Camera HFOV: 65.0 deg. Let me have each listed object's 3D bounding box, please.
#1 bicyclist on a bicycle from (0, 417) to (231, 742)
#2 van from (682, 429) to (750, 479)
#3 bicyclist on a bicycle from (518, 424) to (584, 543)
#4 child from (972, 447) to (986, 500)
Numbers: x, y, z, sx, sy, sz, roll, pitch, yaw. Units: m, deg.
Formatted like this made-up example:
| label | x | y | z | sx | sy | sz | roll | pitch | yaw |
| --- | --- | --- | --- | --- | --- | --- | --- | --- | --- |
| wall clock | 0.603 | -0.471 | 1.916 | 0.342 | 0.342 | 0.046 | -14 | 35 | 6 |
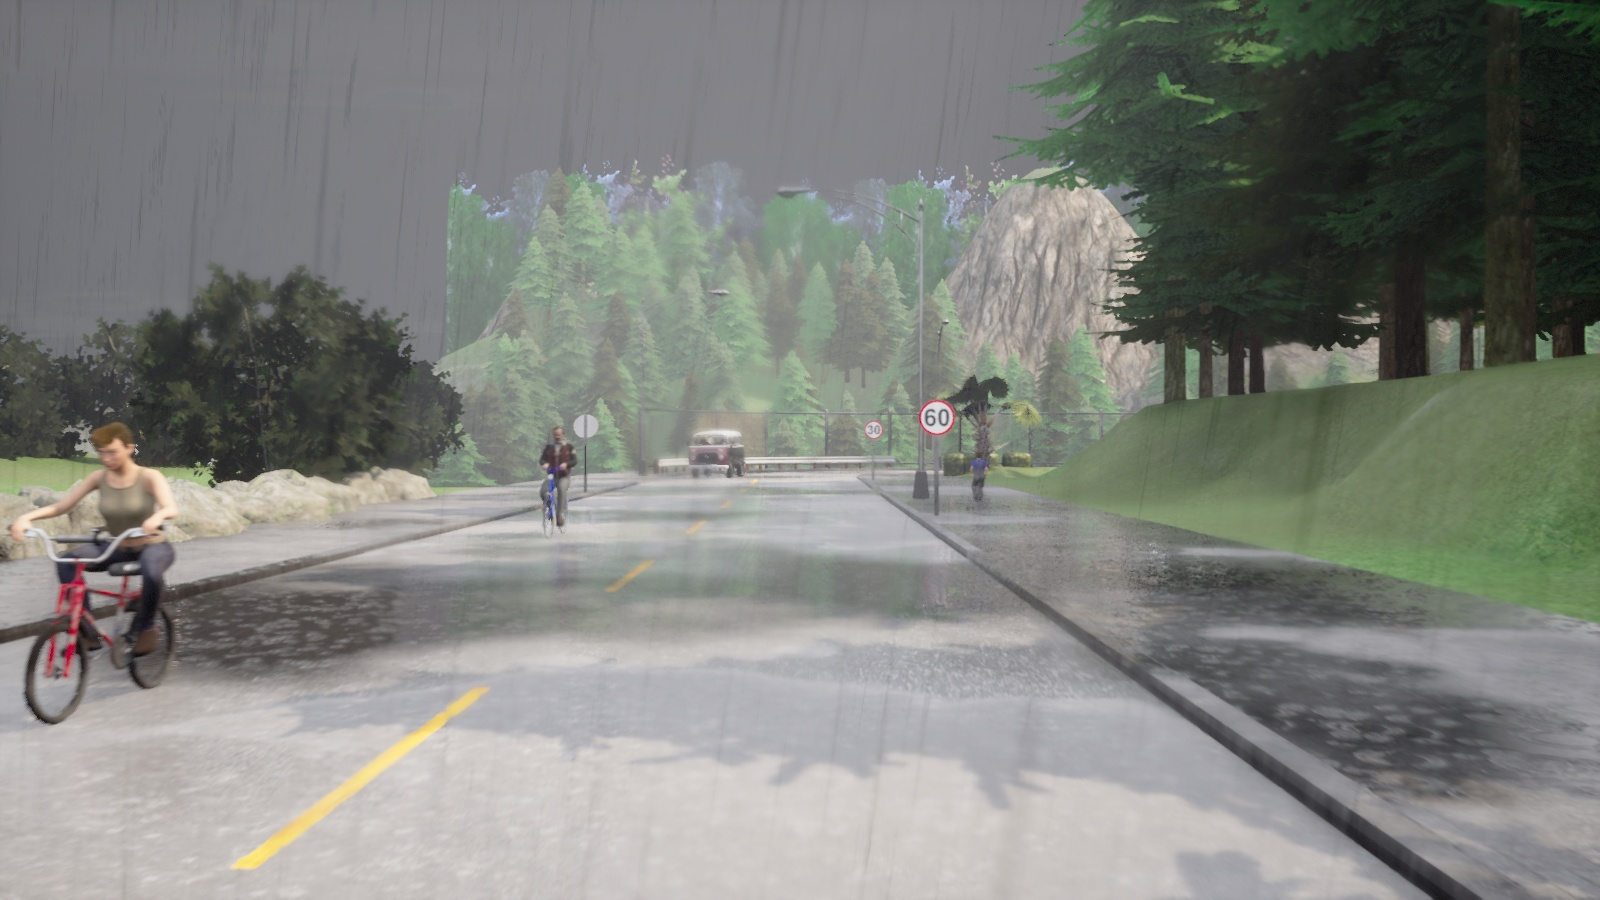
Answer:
| label | x | y | z | sx | sy | sz | roll | pitch | yaw |
| --- | --- | --- | --- | --- | --- | --- | --- | --- | --- |
| bicyclist on a bicycle | -3.949 | 0.640 | 6.995 | 0.866 | 1.612 | 1.509 | 0 | 0 | 0 |
| van | -3.556 | 0.163 | 54.020 | 2.069 | 2.038 | 4.480 | 0 | 0 | 7 |
| bicyclist on a bicycle | -3.871 | 0.503 | 19.647 | 0.659 | 1.776 | 1.843 | 0 | 0 | 0 |
| child | 4.291 | 0.570 | 30.145 | 0.270 | 1.263 | 0.437 | 0 | 0 | 0 |
